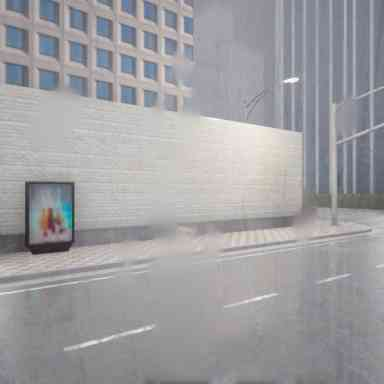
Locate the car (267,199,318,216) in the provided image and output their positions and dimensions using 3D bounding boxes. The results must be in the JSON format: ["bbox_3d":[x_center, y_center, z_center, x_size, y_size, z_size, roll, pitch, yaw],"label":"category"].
[{"bbox_3d":[10.434,1.547,34.841,2.128,1.511,4.902,0,0,-36],"label":"car"}]

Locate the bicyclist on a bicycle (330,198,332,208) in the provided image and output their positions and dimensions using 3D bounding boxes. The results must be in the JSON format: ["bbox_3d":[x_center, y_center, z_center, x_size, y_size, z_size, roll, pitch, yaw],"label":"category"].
[{"bbox_3d":[18.659,1.356,43.935,1.656,1.620,0.582,0,0,-36],"label":"bicyclist on a bicycle"}]

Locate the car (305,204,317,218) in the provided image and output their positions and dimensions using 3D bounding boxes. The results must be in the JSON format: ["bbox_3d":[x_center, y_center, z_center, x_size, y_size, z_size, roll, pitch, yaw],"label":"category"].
[{"bbox_3d":[9.053,1.533,30.755,1.882,1.535,5.008,0,0,-36],"label":"car"}]
